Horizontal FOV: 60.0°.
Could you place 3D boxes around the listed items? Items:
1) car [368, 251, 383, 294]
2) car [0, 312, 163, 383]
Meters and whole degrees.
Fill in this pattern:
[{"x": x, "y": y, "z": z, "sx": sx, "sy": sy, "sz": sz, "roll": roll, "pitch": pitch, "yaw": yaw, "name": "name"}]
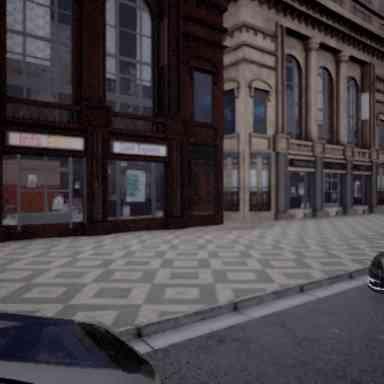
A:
[{"x": 5.900, "y": 1.490, "z": 7.558, "sx": 4.892, "sy": 1.490, "sz": 1.837, "roll": 0, "pitch": 0, "yaw": -35, "name": "car"}, {"x": -2.166, "y": 1.558, "z": 1.841, "sx": 4.181, "sy": 1.385, "sz": 1.994, "roll": 0, "pitch": 0, "yaw": -35, "name": "car"}]
